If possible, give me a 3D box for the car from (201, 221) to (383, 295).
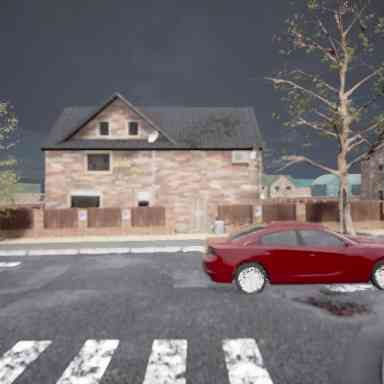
[{"bbox_3d":[2.730,1.484,8.283,5.008,1.535,1.882,-1,0,0],"label":"car"}]
